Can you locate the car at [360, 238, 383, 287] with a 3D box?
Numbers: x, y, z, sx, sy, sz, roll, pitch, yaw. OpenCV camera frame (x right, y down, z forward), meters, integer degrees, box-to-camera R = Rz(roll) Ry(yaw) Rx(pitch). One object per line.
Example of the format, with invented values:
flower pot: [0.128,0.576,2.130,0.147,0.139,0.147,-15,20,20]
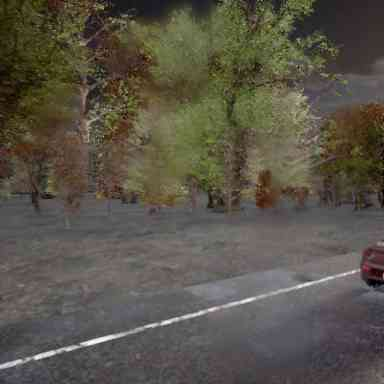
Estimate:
car: [5.793,1.487,7.877,4.674,1.442,1.812,0,0,-35]
